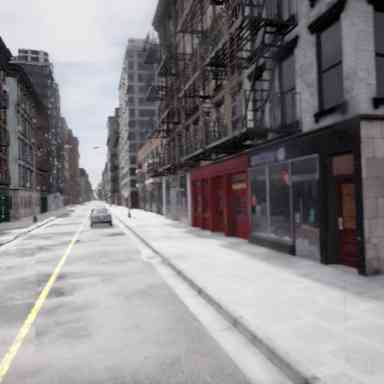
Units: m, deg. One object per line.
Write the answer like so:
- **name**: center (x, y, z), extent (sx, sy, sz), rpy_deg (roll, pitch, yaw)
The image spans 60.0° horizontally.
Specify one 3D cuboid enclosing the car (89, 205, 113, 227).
- **car**: center (-7.830, 2.166, 28.664), extent (2.033, 1.411, 5.357), rpy_deg (-2, -1, -16)
